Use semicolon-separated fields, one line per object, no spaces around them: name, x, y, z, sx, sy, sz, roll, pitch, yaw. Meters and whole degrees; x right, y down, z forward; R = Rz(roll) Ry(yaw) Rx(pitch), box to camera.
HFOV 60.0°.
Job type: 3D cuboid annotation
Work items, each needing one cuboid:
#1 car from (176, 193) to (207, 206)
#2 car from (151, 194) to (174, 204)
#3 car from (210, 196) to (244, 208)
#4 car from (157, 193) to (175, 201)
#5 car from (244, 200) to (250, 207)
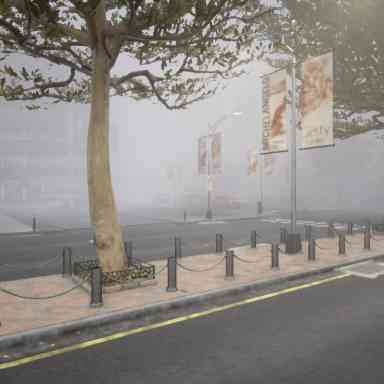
car;-0.178;1.352;55.955;2.097;1.767;4.553;0;0;-36
car;-6.081;1.564;63.566;1.994;1.385;4.181;0;0;-42
car;4.916;1.352;48.874;2.097;1.767;4.553;0;0;-35
car;-5.085;1.221;67.868;5.566;2.045;2.150;0;0;45
car;6.980;1.526;52.017;1.812;1.442;4.674;0;0;-36
